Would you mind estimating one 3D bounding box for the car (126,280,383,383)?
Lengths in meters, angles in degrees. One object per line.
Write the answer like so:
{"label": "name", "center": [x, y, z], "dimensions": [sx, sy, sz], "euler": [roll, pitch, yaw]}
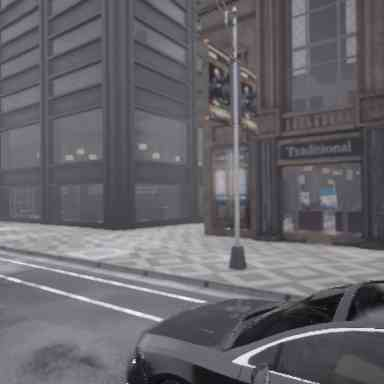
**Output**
{"label": "car", "center": [1.604, 1.506, 2.542], "dimensions": [4.892, 1.490, 1.837], "euler": [-1, 0, 35]}
